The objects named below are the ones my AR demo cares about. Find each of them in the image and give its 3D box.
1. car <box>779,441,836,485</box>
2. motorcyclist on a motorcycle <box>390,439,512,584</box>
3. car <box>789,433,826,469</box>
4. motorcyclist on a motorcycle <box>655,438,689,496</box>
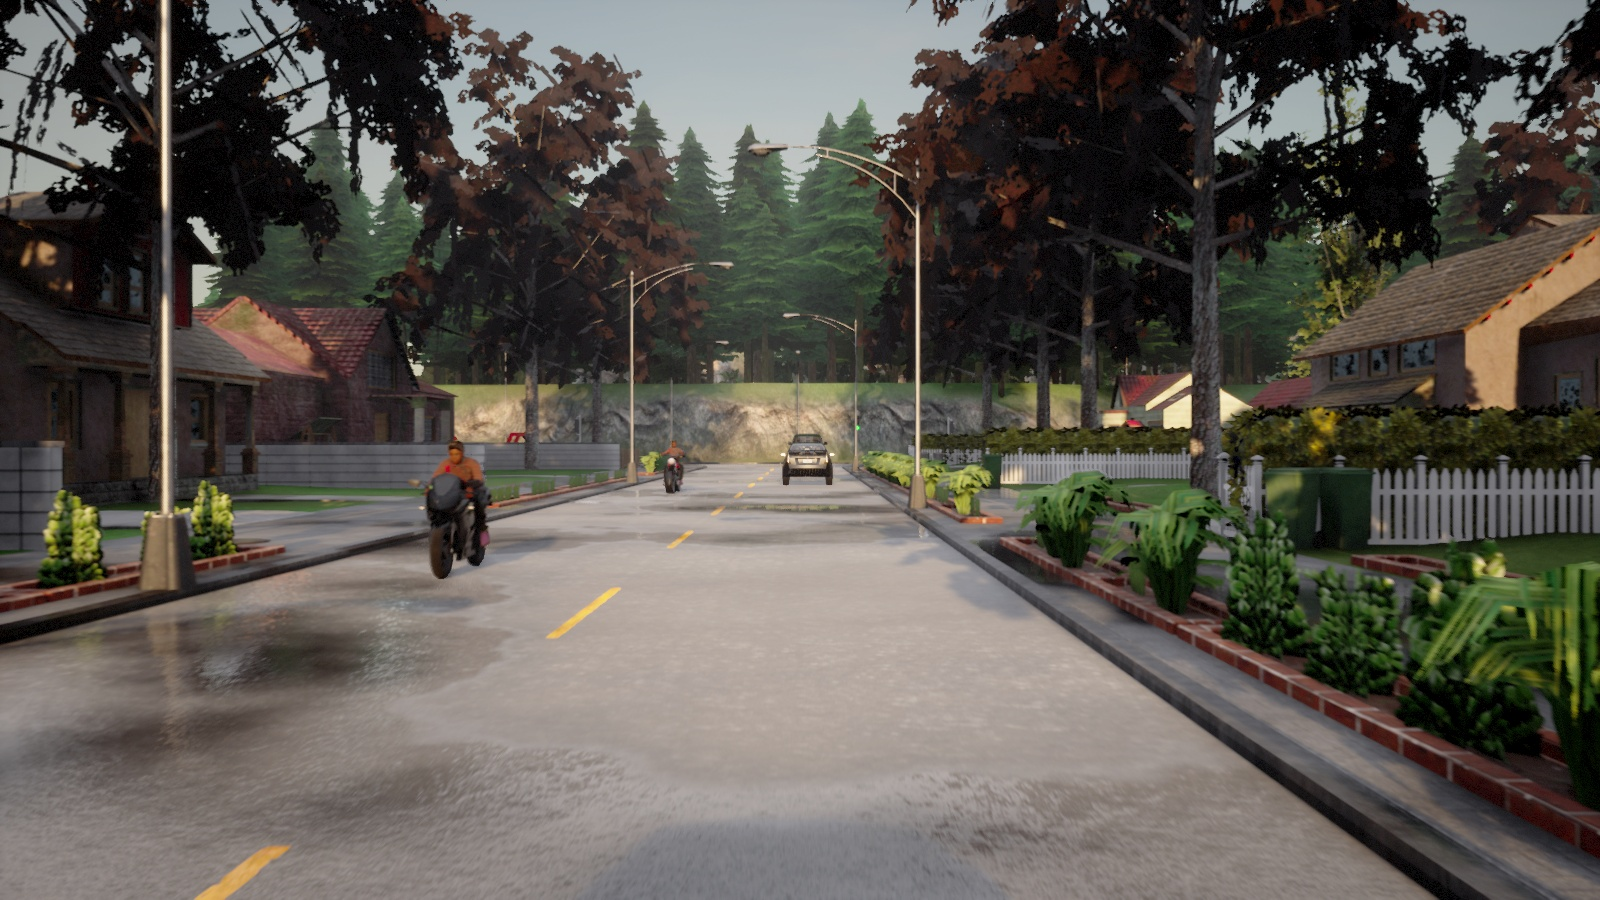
[{"bbox_3d":[0.277,0.434,46.057,2.007,1.525,4.514,0,0,0],"label":"car"},{"bbox_3d":[-3.904,0.645,14.225,0.797,1.523,2.044,0,0,0],"label":"motorcyclist on a motorcycle"},{"bbox_3d":[0.483,0.040,75.537,2.150,2.045,5.566,0,0,1],"label":"car"},{"bbox_3d":[-3.773,0.484,37.251,0.766,1.649,2.350,0,0,0],"label":"motorcyclist on a motorcycle"}]
